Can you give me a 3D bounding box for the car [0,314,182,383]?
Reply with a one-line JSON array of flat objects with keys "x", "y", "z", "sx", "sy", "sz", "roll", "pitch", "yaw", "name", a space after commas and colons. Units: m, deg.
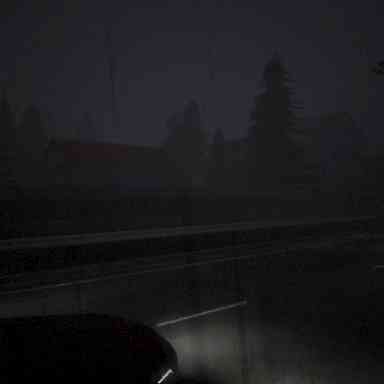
[{"x": -2.228, "y": 1.524, "z": 2.155, "sx": 4.674, "sy": 1.442, "sz": 1.812, "roll": 0, "pitch": 0, "yaw": -36, "name": "car"}]
